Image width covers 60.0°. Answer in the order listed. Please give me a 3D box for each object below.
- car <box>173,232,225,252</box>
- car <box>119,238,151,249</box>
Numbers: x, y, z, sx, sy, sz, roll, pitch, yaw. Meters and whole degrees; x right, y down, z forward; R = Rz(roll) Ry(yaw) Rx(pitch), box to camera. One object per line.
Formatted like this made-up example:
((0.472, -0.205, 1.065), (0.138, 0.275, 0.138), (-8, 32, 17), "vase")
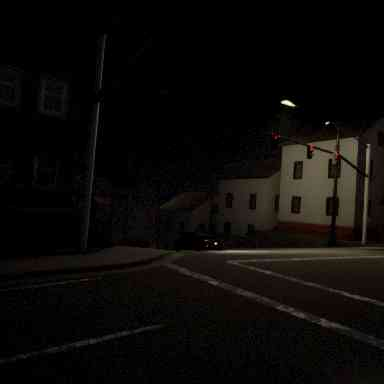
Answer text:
((0.424, 3.526, 23.647), (1.994, 1.385, 4.181), (6, -12, -35), "car")
((-5.745, 5.141, 32.140), (1.882, 1.535, 5.008), (6, -16, -35), "car")
